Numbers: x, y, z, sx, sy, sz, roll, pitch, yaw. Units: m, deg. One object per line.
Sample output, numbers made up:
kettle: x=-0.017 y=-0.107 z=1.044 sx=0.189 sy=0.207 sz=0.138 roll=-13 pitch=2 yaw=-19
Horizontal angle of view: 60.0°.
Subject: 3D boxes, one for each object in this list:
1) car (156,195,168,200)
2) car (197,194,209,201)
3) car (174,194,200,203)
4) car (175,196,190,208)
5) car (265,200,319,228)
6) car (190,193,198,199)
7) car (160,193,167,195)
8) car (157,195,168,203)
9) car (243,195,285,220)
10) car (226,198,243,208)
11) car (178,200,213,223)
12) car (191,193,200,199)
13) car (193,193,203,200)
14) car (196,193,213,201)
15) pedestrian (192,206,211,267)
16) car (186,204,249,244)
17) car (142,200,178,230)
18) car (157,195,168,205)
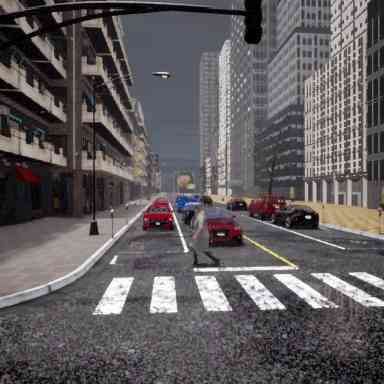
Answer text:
car: x=-3.353 y=1.343 z=36.524 sx=1.887 sy=1.381 sz=4.507 roll=0 pitch=0 yaw=-5
car: x=2.315 y=1.181 z=70.231 sx=1.947 sy=1.339 sz=4.313 roll=0 pitch=0 yaw=-5
car: x=-0.563 y=1.284 z=34.229 sx=1.882 sy=1.535 sz=5.008 roll=0 pitch=0 yaw=-4
car: x=-1.365 y=1.256 z=44.612 sx=1.837 sy=1.490 sz=4.892 roll=0 pitch=0 yaw=-4
car: x=6.342 y=1.436 z=20.689 sx=1.947 sy=1.339 sz=4.313 roll=0 pitch=0 yaw=-5
car: x=0.526 y=1.071 z=92.250 sx=2.008 sy=1.369 sz=4.403 roll=0 pitch=0 yaw=-5
car: x=-4.234 y=1.267 z=47.364 sx=1.752 sy=1.417 sz=4.829 roll=0 pitch=0 yaw=-5
car: x=-5.143 y=1.251 z=58.543 sx=1.947 sy=1.339 sz=4.313 roll=0 pitch=0 yaw=-5
car: x=5.896 y=1.154 z=26.193 sx=2.192 sy=1.841 sz=5.009 roll=0 pitch=0 yaw=-5
car: x=5.000 y=1.346 z=37.202 sx=1.947 sy=1.339 sz=4.313 roll=0 pitch=0 yaw=-5
car: x=0.271 y=1.463 z=23.859 sx=1.895 sy=1.301 sz=4.718 roll=0 pitch=0 yaw=-5
car: x=0.973 y=1.095 z=86.745 sx=2.008 sy=1.369 sz=4.403 roll=0 pitch=0 yaw=-5
car: x=1.421 y=1.008 z=81.239 sx=1.967 sy=1.590 sz=4.097 roll=0 pitch=0 yaw=-5
car: x=1.728 y=1.250 z=44.787 sx=1.837 sy=1.490 sz=4.892 roll=0 pitch=0 yaw=-4
pedestrian: x=0.276 y=1.239 z=9.739 sx=0.375 sy=1.860 sz=0.375 roll=0 pitch=0 yaw=-5
car: x=0.980 y=1.476 z=15.108 sx=1.994 sy=1.385 sz=4.181 roll=0 pitch=0 yaw=-5
car: x=-2.010 y=1.433 z=20.011 sx=1.887 sy=1.381 sz=4.507 roll=0 pitch=0 yaw=-5
car: x=-4.682 y=1.239 z=52.870 sx=1.752 sy=1.417 sz=4.829 roll=0 pitch=0 yaw=-5
